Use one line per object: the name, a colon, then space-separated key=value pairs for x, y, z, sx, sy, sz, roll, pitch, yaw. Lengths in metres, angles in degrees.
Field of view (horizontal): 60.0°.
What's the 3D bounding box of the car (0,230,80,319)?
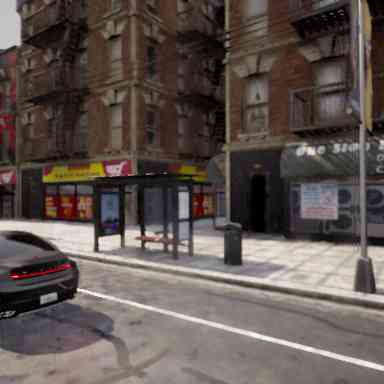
car: x=-4.427 y=1.583 z=7.096 sx=4.892 sy=1.490 sz=1.837 roll=0 pitch=0 yaw=35
